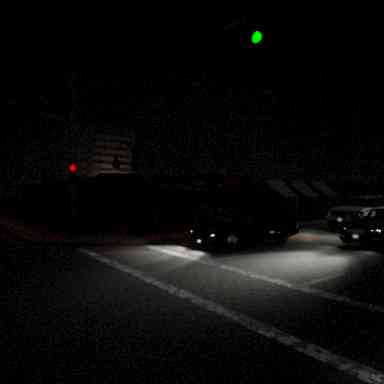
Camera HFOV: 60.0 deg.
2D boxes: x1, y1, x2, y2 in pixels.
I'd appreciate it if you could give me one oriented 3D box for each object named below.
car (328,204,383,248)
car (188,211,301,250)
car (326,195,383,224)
[{"bbox_3d":[8.447,1.495,14.678,4.902,1.511,2.128,0,0,-37],"label":"car"},{"bbox_3d":[2.477,1.556,14.671,5.357,1.411,2.033,0,0,-34],"label":"car"},{"bbox_3d":[10.676,1.227,20.713,5.566,2.045,2.150,0,0,-37],"label":"car"}]
